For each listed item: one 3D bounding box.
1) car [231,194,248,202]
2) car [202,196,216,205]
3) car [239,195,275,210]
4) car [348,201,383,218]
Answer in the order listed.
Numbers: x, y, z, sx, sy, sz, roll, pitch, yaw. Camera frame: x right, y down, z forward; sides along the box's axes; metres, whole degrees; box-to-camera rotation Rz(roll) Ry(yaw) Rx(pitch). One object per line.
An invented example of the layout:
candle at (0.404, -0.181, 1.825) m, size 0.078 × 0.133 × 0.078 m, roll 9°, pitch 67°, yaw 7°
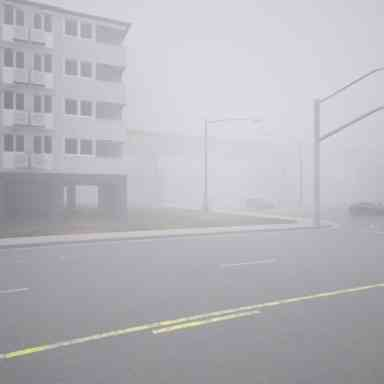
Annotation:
car at (11.118, 1.540, 75.343) m, size 2.033 × 1.411 × 5.357 m, roll 0°, pitch 0°, yaw 41°
car at (2.811, 1.507, 57.202) m, size 1.837 × 1.490 × 4.892 m, roll 0°, pitch 0°, yaw -6°
car at (8.481, 1.507, 42.367) m, size 1.837 × 1.490 × 4.892 m, roll 0°, pitch 0°, yaw -25°
car at (15.390, 1.491, 27.627) m, size 2.128 × 1.511 × 4.902 m, roll 0°, pitch 0°, yaw -24°
